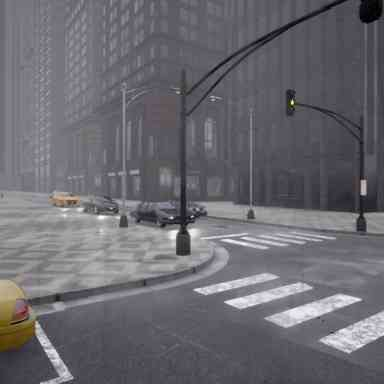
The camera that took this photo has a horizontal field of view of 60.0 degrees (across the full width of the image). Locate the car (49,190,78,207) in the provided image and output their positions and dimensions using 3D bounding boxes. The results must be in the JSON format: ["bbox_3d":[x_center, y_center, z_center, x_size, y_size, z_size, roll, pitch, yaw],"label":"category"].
[{"bbox_3d":[-13.881,0.800,36.621,1.882,1.535,5.008,0,1,-35],"label":"car"}]

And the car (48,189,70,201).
[{"bbox_3d":[-20.510,0.412,51.227,2.097,1.767,4.553,0,1,-36],"label":"car"}]

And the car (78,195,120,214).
[{"bbox_3d":[-7.784,1.012,28.176,1.837,1.490,4.892,0,1,-36],"label":"car"}]

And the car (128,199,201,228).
[{"bbox_3d":[-2.015,1.237,20.193,2.033,1.411,5.357,0,1,-36],"label":"car"}]

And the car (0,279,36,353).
[{"bbox_3d":[-4.366,1.525,3.530,4.829,1.417,1.752,0,0,-36],"label":"car"}]

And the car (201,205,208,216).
[{"bbox_3d":[-1.080,1.188,24.361,2.033,1.411,5.357,0,1,-36],"label":"car"}]
